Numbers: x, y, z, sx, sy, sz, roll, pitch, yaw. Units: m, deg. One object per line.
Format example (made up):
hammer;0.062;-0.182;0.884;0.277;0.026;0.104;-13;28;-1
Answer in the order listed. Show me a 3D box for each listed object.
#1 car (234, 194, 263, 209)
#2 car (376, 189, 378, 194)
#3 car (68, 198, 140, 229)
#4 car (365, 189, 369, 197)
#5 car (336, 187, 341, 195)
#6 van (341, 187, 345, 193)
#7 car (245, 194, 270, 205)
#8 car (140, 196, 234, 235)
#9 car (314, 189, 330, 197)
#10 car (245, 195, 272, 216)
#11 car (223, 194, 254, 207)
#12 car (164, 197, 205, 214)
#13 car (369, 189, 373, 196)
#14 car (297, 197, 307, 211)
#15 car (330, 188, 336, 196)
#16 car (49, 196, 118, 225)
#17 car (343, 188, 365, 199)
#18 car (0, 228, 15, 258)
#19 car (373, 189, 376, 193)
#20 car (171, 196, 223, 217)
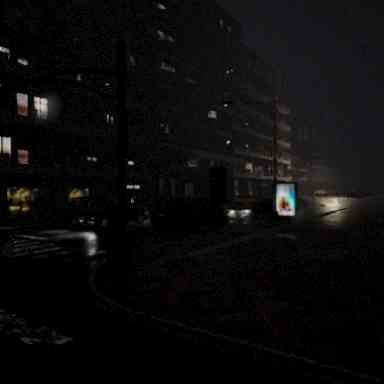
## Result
car;6.195;0.978;36.763;1.882;1.535;5.008;-1;1;35
car;44.452;-0.117;81.305;2.008;1.369;4.403;1;2;35
car;-4.899;1.368;20.932;1.837;1.490;4.892;-1;1;37
car;31.726;0.201;63.126;1.967;1.590;4.097;1;2;35
car;34.363;-0.050;81.503;1.967;1.590;4.097;1;2;35
van;37.543;-0.257;86.044;1.690;1.788;3.998;1;2;35
car;8.918;0.943;45.159;1.802;1.307;4.206;1;2;35
car;-0.087;1.129;17.682;2.192;1.841;5.009;1;1;35
car;28.001;0.164;72.416;1.967;1.590;4.097;1;2;35
car;6.276;1.172;26.775;1.947;1.339;4.313;1;1;35
car;5.737;1.018;40.616;2.008;1.369;4.403;1;2;35
car;-0.624;1.258;31.530;1.802;1.307;4.206;1;2;35
car;34.908;0.199;67.672;1.887;1.381;4.507;1;2;35
car;9.457;1.068;31.319;1.947;1.339;4.313;1;1;35
car;31.182;0.162;76.962;1.887;1.381;4.507;1;2;35
car;-6.985;1.199;22.438;2.192;1.841;5.009;1;2;35
car;28.546;0.412;58.584;1.887;1.381;4.507;1;2;35
car;-6.954;1.500;9.524;1.882;1.535;5.008;-2;1;-8
car;38.089;0.092;72.217;1.887;1.381;4.507;1;2;35
car;0.528;1.178;28.684;2.128;1.511;4.902;-1;1;35
